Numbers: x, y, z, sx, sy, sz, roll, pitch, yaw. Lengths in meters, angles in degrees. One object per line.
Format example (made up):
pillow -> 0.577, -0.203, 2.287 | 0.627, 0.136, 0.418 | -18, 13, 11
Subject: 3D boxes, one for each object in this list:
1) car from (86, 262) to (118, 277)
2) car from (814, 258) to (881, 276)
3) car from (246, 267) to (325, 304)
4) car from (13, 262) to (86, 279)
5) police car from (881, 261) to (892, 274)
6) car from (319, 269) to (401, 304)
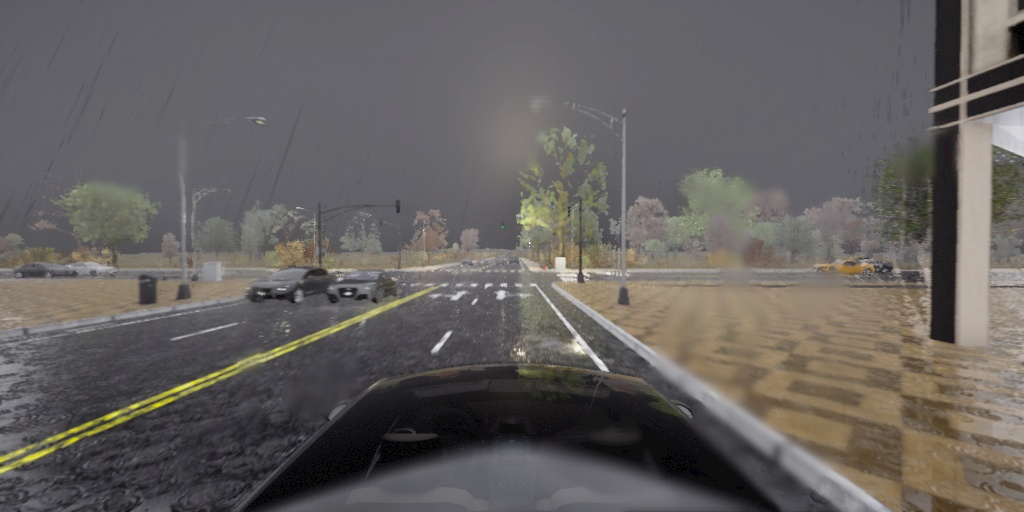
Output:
car -> -43.115, 1.337, 36.600 | 4.674, 1.442, 1.812 | 0, 1, 3
car -> 33.257, 1.153, 35.984 | 5.008, 1.535, 1.882 | 0, 1, 3
car -> -9.807, 1.255, 16.483 | 1.837, 1.490, 4.892 | 0, 0, 0
car -> -43.292, 1.367, 33.347 | 4.892, 1.490, 1.837 | 0, 1, 3
police car -> 37.968, 1.046, 38.937 | 5.238, 1.638, 1.930 | 0, 1, 3
car -> -6.557, 1.313, 16.329 | 1.994, 1.385, 4.181 | 0, 0, 0
